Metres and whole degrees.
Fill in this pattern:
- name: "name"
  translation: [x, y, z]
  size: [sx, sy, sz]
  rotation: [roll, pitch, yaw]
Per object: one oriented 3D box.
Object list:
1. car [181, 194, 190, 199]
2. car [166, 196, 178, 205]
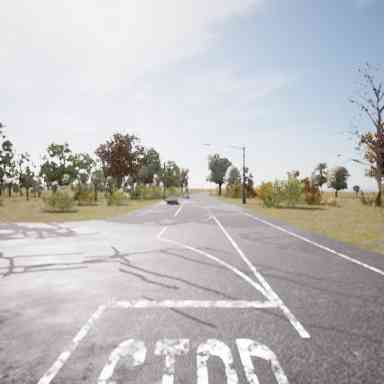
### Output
- name: "car"
  translation: [-1.720, 1.296, 92.262]
  size: [2.128, 1.511, 4.902]
  rotation: [0, 0, 8]
- name: "car"
  translation: [-3.269, 1.378, 55.500]
  size: [1.882, 1.535, 5.008]
  rotation: [0, 0, 0]
